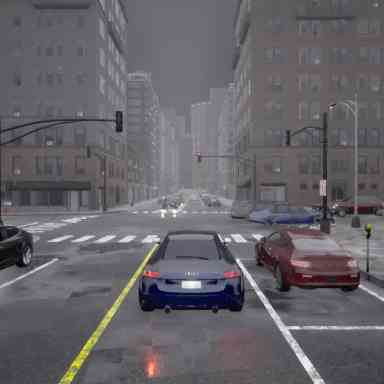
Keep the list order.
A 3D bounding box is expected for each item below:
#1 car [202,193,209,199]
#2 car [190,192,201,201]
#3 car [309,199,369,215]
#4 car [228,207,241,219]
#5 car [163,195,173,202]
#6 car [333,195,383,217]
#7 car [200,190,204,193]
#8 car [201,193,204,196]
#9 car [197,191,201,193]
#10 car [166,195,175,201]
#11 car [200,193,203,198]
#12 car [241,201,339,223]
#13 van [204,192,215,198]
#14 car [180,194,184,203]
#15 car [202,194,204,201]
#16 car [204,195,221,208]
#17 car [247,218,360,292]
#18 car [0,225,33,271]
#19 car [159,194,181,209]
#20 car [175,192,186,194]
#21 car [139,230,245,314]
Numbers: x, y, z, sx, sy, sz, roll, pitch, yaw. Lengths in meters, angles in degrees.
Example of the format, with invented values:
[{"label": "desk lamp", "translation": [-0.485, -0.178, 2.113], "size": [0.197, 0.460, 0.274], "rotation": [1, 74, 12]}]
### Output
[{"label": "car", "translation": [3.821, 1.145, 93.004], "size": [1.882, 1.535, 5.008], "rotation": [0, 0, 0]}, {"label": "car", "translation": [0.520, 1.319, 74.294], "size": [1.812, 1.442, 4.674], "rotation": [0, 0, 0]}, {"label": "car", "translation": [13.660, 1.356, 31.144], "size": [4.718, 1.301, 1.895], "rotation": [-1, 0, 0]}, {"label": "car", "translation": [5.390, 1.461, 24.477], "size": [5.357, 1.411, 2.033], "rotation": [-1, 0, 0]}, {"label": "car", "translation": [-5.246, 1.358, 73.696], "size": [2.008, 1.369, 4.403], "rotation": [0, 0, 0]}, {"label": "car", "translation": [13.551, 1.125, 27.894], "size": [4.553, 1.767, 2.097], "rotation": [-1, 0, 0]}, {"label": "car", "translation": [3.728, 0.939, 86.033], "size": [2.150, 2.045, 5.566], "rotation": [0, 0, 0]}, {"label": "car", "translation": [3.231, 1.425, 68.064], "size": [1.802, 1.307, 4.206], "rotation": [0, 0, 0]}, {"label": "car", "translation": [0.606, 1.088, 84.294], "size": [2.128, 1.511, 4.902], "rotation": [0, 0, 0]}, {"label": "car", "translation": [-5.198, 1.349, 79.249], "size": [1.802, 1.307, 4.206], "rotation": [0, 0, 0]}, {"label": "car", "translation": [3.279, 1.389, 73.620], "size": [1.802, 1.307, 4.206], "rotation": [0, 0, 0]}, {"label": "car", "translation": [6.106, 1.461, 21.222], "size": [5.357, 1.411, 2.033], "rotation": [-1, 0, 0]}, {"label": "van", "translation": [3.084, 1.250, 51.406], "size": [1.690, 1.788, 3.998], "rotation": [0, 0, 0]}, {"label": "car", "translation": [-2.749, 1.428, 53.735], "size": [1.812, 1.442, 4.674], "rotation": [0, 0, 0]}, {"label": "car", "translation": [3.132, 1.437, 56.958], "size": [1.887, 1.381, 4.507], "rotation": [0, 0, 0]}, {"label": "car", "translation": [3.037, 1.508, 45.855], "size": [1.802, 1.307, 4.206], "rotation": [0, 0, 0]}, {"label": "car", "translation": [2.760, 1.580, 8.646], "size": [1.802, 1.307, 4.206], "rotation": [0, 0, 0]}, {"label": "car", "translation": [-5.766, 1.564, 8.648], "size": [1.947, 1.339, 4.313], "rotation": [0, 0, 0]}, {"label": "car", "translation": [-2.835, 1.437, 43.830], "size": [1.837, 1.490, 4.892], "rotation": [0, 0, 2]}, {"label": "car", "translation": [-2.617, 1.355, 64.124], "size": [2.128, 1.511, 4.902], "rotation": [0, 0, 1]}, {"label": "car", "translation": [0.003, 1.563, 7.725], "size": [1.994, 1.385, 4.181], "rotation": [0, 0, 0]}]
